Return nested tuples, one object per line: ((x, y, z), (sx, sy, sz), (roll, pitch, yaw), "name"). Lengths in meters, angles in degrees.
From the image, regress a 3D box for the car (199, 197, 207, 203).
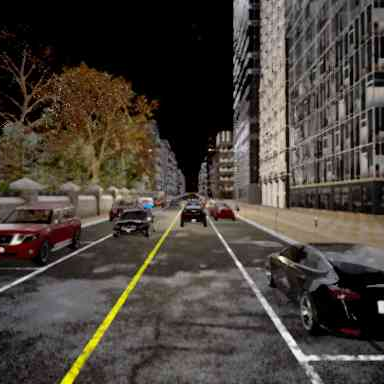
((2.757, 2.083, 84.763), (1.887, 1.381, 4.507), (1, 0, 0), "car")

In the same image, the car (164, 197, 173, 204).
((-5.627, 2.034, 79.008), (1.752, 1.417, 4.829), (1, 0, 0), "car")

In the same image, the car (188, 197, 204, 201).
((0.128, 1.641, 41.439), (2.097, 1.767, 4.553), (0, 0, 0), "car")

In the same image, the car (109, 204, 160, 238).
((-3.088, 1.643, 18.563), (1.837, 1.490, 4.892), (0, 0, 0), "car")

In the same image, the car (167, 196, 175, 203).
((-5.618, 2.008, 90.406), (1.967, 1.590, 4.097), (1, 0, 0), "car")

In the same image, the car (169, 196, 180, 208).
((-3.007, 1.941, 58.046), (2.033, 1.411, 5.357), (0, 0, 1), "car")

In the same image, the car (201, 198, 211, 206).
((2.745, 1.994, 67.911), (1.887, 1.381, 4.507), (1, 0, 0), "car")

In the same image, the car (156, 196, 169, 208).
((-5.640, 1.701, 56.724), (2.192, 1.841, 5.009), (1, 0, 0), "car")

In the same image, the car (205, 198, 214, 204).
((2.722, 1.683, 34.207), (1.967, 1.590, 4.097), (1, 0, 0), "car")

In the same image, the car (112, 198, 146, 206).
((-5.661, 1.522, 28.655), (2.192, 1.841, 5.009), (1, 0, 0), "car")

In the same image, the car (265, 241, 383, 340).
((2.701, 1.617, 6.602), (1.947, 1.339, 4.313), (1, 0, 0), "car")

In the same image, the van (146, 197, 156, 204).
((-5.653, 1.621, 39.882), (1.690, 1.788, 3.998), (1, 0, 0), "van")

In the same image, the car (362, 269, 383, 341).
((2.698, 1.535, 1.092), (1.752, 1.417, 4.829), (1, 0, 0), "car")

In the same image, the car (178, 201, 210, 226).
((0.117, 1.686, 24.832), (1.837, 1.490, 4.892), (0, 0, 0), "car")

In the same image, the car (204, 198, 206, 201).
((2.730, 1.842, 45.611), (1.752, 1.417, 4.829), (1, 0, 0), "car")

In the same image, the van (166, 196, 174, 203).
((-5.620, 1.880, 84.793), (1.690, 1.788, 3.998), (1, 0, 0), "van")

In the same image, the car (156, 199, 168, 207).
((-5.639, 1.963, 62.337), (1.887, 1.381, 4.507), (1, 0, 0), "car")

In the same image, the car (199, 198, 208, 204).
((2.753, 2.054, 79.146), (1.887, 1.381, 4.507), (1, 0, 0), "car")

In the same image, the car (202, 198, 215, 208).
((2.738, 1.825, 56.677), (1.967, 1.590, 4.097), (1, 0, 0), "car")

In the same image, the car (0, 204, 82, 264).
((-5.672, 1.408, 12.338), (2.192, 1.841, 5.009), (1, 0, 0), "car")

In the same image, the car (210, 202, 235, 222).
((2.717, 1.788, 28.589), (1.802, 1.307, 4.206), (1, 0, 0), "car")
